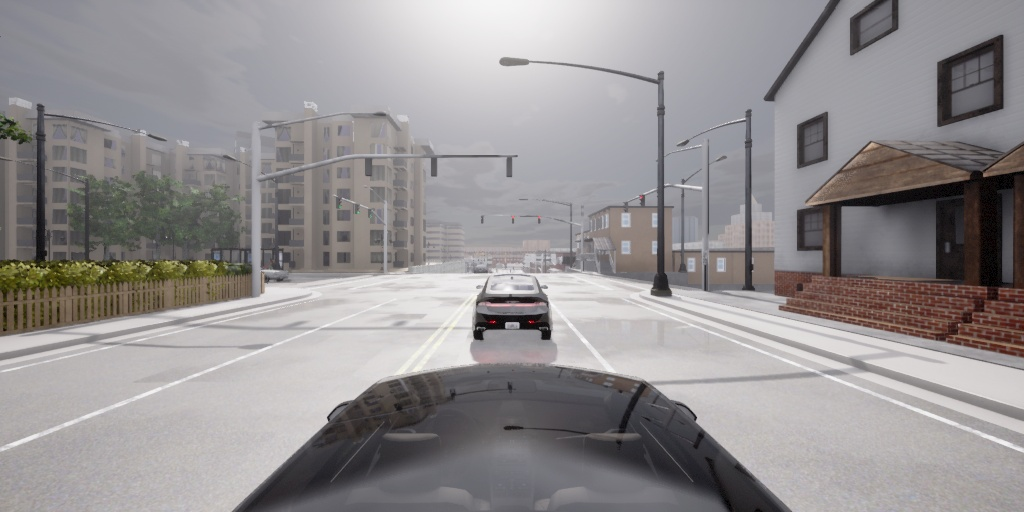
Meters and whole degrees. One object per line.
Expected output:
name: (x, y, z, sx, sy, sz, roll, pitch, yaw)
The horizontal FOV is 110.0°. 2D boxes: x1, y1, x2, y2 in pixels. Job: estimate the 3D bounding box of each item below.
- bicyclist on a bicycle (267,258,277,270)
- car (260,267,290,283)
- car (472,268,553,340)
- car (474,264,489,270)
bicyclist on a bicycle: (-25.605, 1.053, 38.225, 0.582, 1.620, 1.656, 0, 0, 0)
car: (-19.687, 1.351, 27.208, 4.718, 1.301, 1.895, 0, 0, 0)
car: (0.002, 1.242, 9.927, 2.128, 1.511, 4.902, 0, 0, 0)
car: (-3.981, 1.774, 47.319, 1.812, 1.442, 4.674, 0, -4, 0)
